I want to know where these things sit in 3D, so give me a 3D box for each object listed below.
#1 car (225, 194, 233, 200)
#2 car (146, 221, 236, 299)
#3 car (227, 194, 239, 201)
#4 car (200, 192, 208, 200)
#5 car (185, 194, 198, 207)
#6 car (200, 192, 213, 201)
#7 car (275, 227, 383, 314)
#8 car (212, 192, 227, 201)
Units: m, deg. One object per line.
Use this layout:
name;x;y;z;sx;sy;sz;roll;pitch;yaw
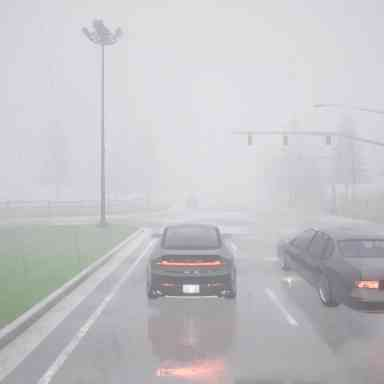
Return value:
car;10.325;1.332;93.012;1.837;1.490;4.892;0;0;0
car;-0.006;1.505;8.447;1.837;1.490;4.892;0;0;0
car;10.344;1.347;82.979;2.097;1.767;4.553;0;0;0
car;3.325;1.057;93.029;2.150;2.045;5.566;0;0;0
car;-0.098;1.478;51.952;1.882;1.535;5.008;0;0;0
car;3.344;1.347;82.966;2.097;1.767;4.553;0;0;0
car;3.489;1.547;7.894;2.033;1.411;5.357;0;0;0
car;6.845;1.517;82.586;2.128;1.511;4.902;0;0;0
